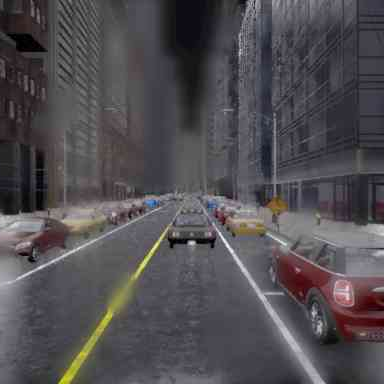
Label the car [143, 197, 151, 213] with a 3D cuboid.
[{"bbox_3d":[-5.759,1.548,34.398,1.887,1.381,4.507,0,0,0],"label":"car"}]

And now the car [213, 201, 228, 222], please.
[{"bbox_3d":[2.766,1.547,23.202,1.887,1.381,4.507,0,0,0],"label":"car"}]

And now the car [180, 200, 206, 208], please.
[{"bbox_3d":[0.000,1.620,29.680,1.895,1.301,4.718,0,0,0],"label":"car"}]

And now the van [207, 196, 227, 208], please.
[{"bbox_3d":[2.766,1.344,34.406,1.690,1.788,3.998,0,0,0],"label":"van"}]

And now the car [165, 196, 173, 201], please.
[{"bbox_3d":[-5.760,1.594,84.813,1.802,1.307,4.206,0,0,0],"label":"car"}]

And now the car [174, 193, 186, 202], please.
[{"bbox_3d":[-3.000,1.458,76.685,1.837,1.490,4.892,0,0,0],"label":"car"}]

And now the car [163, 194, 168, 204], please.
[{"bbox_3d":[-5.759,1.447,56.805,1.967,1.590,4.097,0,0,0],"label":"car"}]

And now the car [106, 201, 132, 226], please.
[{"bbox_3d":[-5.759,1.442,23.194,1.967,1.590,4.097,0,0,0],"label":"car"}]

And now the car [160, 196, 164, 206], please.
[{"bbox_3d":[-5.760,1.588,51.203,1.802,1.307,4.206,0,0,0],"label":"car"}]

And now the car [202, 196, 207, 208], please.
[{"bbox_3d":[2.766,1.550,45.611,1.887,1.381,4.507,0,0,0],"label":"car"}]

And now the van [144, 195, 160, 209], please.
[{"bbox_3d":[-5.759,1.346,45.602,1.690,1.788,3.998,0,0,0],"label":"van"}]

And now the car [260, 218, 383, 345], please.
[{"bbox_3d":[2.766,1.440,6.395,1.967,1.590,4.097,0,0,0],"label":"car"}]

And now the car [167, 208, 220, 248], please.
[{"bbox_3d":[0.000,1.618,14.680,1.895,1.301,4.718,0,0,0],"label":"car"}]

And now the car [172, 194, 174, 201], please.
[{"bbox_3d":[-5.760,1.575,73.610,1.947,1.339,4.313,0,0,0],"label":"car"}]

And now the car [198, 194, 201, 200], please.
[{"bbox_3d":[2.766,1.553,68.019,1.887,1.381,4.507,0,0,0],"label":"car"}]

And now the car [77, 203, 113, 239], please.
[{"bbox_3d":[-5.759,1.527,17.422,1.752,1.417,4.829,0,0,0],"label":"car"}]

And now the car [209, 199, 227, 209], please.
[{"bbox_3d":[2.766,1.547,28.804,1.887,1.381,4.507,0,0,0],"label":"car"}]

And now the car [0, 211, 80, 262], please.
[{"bbox_3d":[-5.760,1.583,11.990,1.802,1.307,4.206,0,0,0],"label":"car"}]

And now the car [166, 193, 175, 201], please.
[{"bbox_3d":[-5.759,1.330,90.415,2.192,1.841,5.009,0,0,0],"label":"car"}]

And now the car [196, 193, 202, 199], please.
[{"bbox_3d":[2.765,1.578,84.826,1.947,1.339,4.313,0,0,0],"label":"car"}]

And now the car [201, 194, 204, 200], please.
[{"bbox_3d":[2.766,1.446,51.213,1.967,1.590,4.097,0,0,0],"label":"car"}]

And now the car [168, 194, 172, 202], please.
[{"bbox_3d":[-5.759,1.448,68.008,1.967,1.590,4.097,0,0,0],"label":"car"}]

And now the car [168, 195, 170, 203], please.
[{"bbox_3d":[-5.760,1.573,62.406,1.947,1.339,4.313,0,0,0],"label":"car"}]

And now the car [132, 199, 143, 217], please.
[{"bbox_3d":[-5.760,1.547,28.795,1.887,1.381,4.507,0,0,0],"label":"car"}]

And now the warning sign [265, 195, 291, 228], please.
[{"bbox_3d":[5.064,1.117,19.680,1.300,1.860,1.060,0,0,0],"label":"warning sign"}]

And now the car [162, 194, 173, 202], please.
[{"bbox_3d":[-5.759,1.326,79.212,2.192,1.841,5.009,0,0,0],"label":"car"}]

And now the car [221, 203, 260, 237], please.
[{"bbox_3d":[2.766,1.527,17.770,1.752,1.417,4.829,0,0,0],"label":"car"}]
